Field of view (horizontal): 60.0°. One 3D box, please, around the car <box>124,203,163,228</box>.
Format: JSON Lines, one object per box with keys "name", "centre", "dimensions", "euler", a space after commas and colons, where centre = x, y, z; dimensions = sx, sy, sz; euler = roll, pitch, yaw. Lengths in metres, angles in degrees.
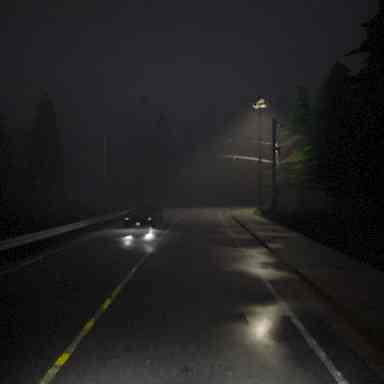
{"name": "car", "centre": [-3.040, 1.471, 22.066], "dimensions": [2.033, 1.411, 5.357], "euler": [0, 0, 3]}
